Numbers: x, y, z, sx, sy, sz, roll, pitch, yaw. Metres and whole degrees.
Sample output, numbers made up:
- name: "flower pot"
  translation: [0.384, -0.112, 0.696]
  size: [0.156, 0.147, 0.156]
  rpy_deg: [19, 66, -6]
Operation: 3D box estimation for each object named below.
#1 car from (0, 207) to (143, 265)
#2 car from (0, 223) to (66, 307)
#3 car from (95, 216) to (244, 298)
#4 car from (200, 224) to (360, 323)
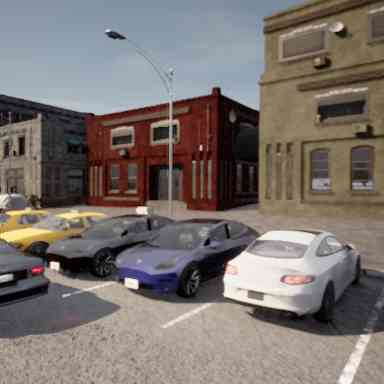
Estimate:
- name: "car"
  translation: [-4.440, 1.429, 11.903]
  size: [1.946, 1.575, 5.366]
  rpy_deg: [0, 0, 36]
- name: "car"
  translation: [-5.233, 1.508, 7.118]
  size: [5.357, 1.411, 2.033]
  rpy_deg: [0, 0, 36]
- name: "car"
  translation: [0.136, 1.484, 8.825]
  size: [2.163, 1.488, 4.792]
  rpy_deg: [0, 0, 36]
- name: "car"
  translation: [2.366, 1.509, 7.265]
  size: [2.002, 1.452, 4.674]
  rpy_deg: [0, 0, 36]
